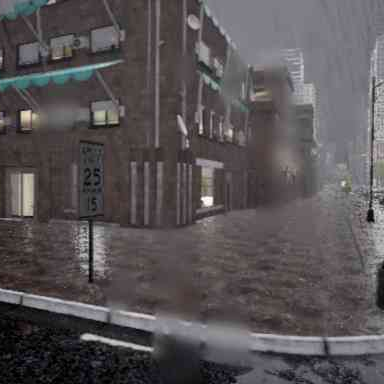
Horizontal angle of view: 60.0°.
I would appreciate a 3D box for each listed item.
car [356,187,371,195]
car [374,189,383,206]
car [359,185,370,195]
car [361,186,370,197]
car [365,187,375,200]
[{"bbox_3d":[31.225,-0.205,60.615,2.008,1.369,4.403,1,2,23],"label":"car"},{"bbox_3d":[17.995,0.621,30.043,1.752,1.417,4.829,1,2,23],"label":"car"},{"bbox_3d":[26.770,0.053,50.319,1.752,1.417,4.829,1,2,23],"label":"car"},{"bbox_3d":[24.643,0.245,45.408,1.802,1.307,4.206,1,2,23],"label":"car"},{"bbox_3d":[22.450,0.387,40.339,1.802,1.307,4.206,1,2,23],"label":"car"}]
